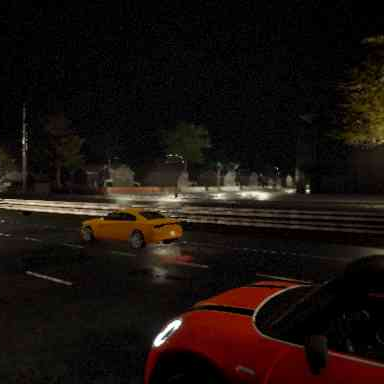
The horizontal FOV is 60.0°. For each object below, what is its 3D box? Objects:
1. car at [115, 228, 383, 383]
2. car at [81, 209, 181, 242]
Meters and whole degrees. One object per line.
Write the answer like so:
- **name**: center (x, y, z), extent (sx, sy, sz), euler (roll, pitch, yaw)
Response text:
- **car**: center (1.742, 1.353, 2.750), extent (4.553, 1.767, 2.097), euler (0, 0, 35)
- **car**: center (-2.780, 1.471, 14.567), extent (5.008, 1.535, 1.882), euler (0, 0, 35)
